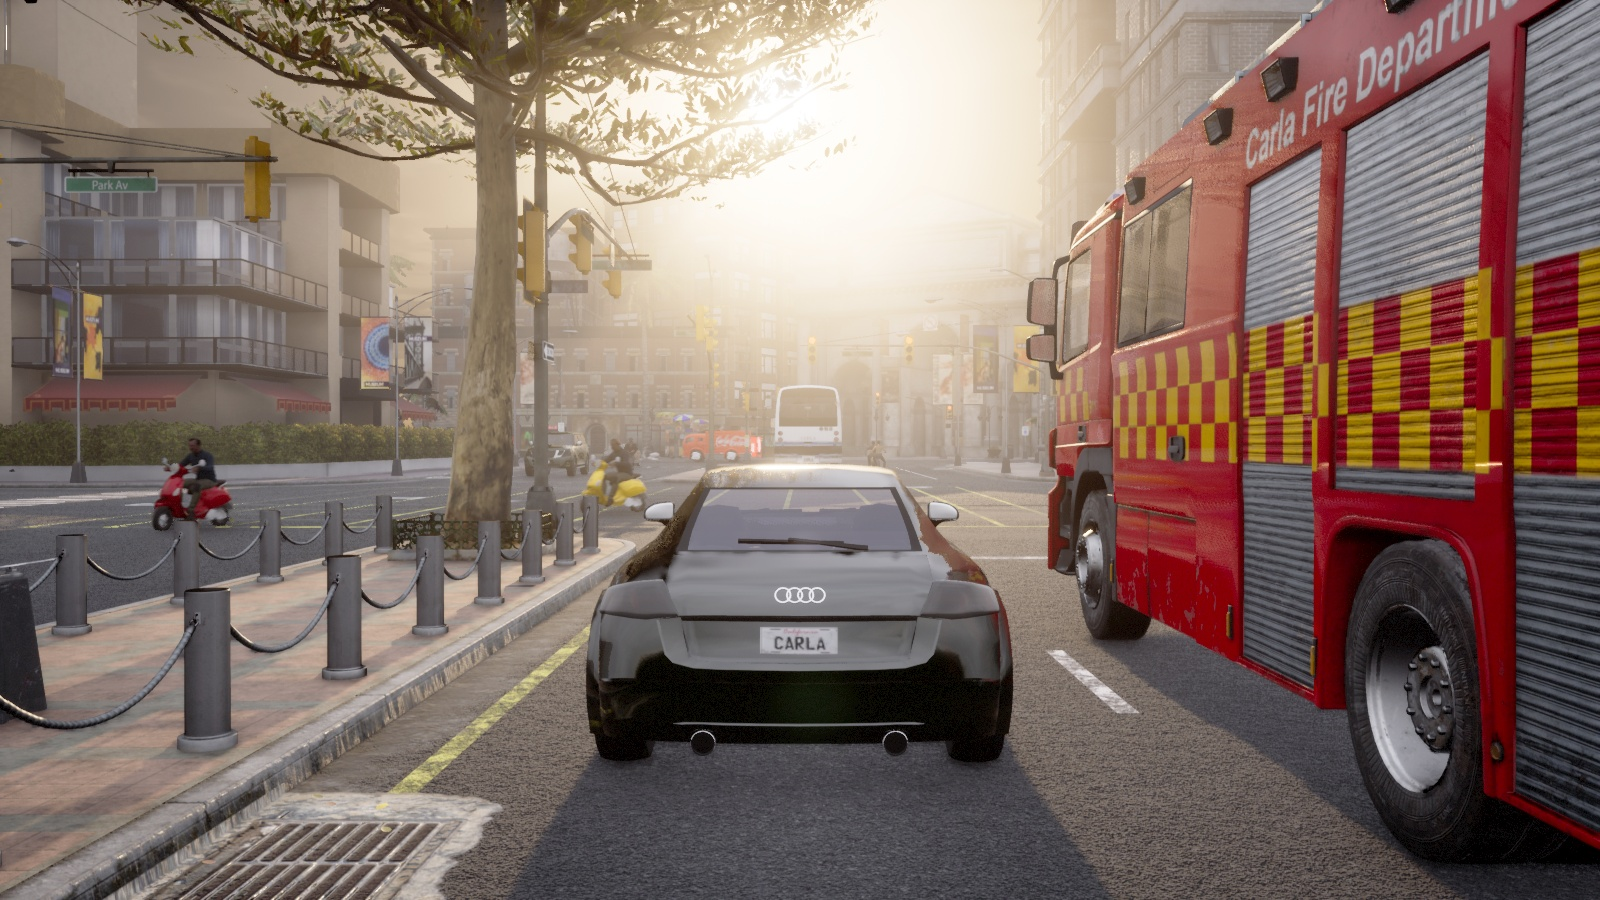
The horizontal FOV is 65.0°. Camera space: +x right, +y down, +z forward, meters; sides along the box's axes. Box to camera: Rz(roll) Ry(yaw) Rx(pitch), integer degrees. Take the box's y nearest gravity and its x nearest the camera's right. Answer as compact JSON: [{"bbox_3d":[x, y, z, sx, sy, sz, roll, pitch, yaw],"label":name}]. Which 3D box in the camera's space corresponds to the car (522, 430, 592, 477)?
[{"bbox_3d":[-11.115,0.130,57.873,2.150,2.045,5.566,0,0,0],"label":"car"}]

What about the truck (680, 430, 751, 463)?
[{"bbox_3d":[-6.440,-0.287,95.962,5.204,2.467,2.627,0,0,1],"label":"truck"}]

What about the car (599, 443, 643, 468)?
[{"bbox_3d":[-10.992,0.305,77.442,1.837,1.490,4.892,0,0,2],"label":"car"}]

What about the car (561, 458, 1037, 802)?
[{"bbox_3d":[0.005,0.769,7.352,1.994,1.385,4.181,0,0,0],"label":"car"}]

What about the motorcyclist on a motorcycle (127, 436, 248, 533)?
[{"bbox_3d":[-10.647,0.568,21.903,0.866,1.590,1.817,1,1,17],"label":"motorcyclist on a motorcycle"}]

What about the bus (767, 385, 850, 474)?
[{"bbox_3d":[0.433,-0.997,65.120,3.944,4.253,10.273,0,0,0],"label":"bus"}]

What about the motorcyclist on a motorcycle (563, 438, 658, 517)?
[{"bbox_3d":[-3.978,0.547,26.441,0.866,1.590,1.817,2,1,43],"label":"motorcyclist on a motorcycle"}]

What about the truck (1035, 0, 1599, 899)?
[{"bbox_3d":[3.562,-0.456,7.201,2.891,3.827,8.468,0,0,0],"label":"truck"}]
